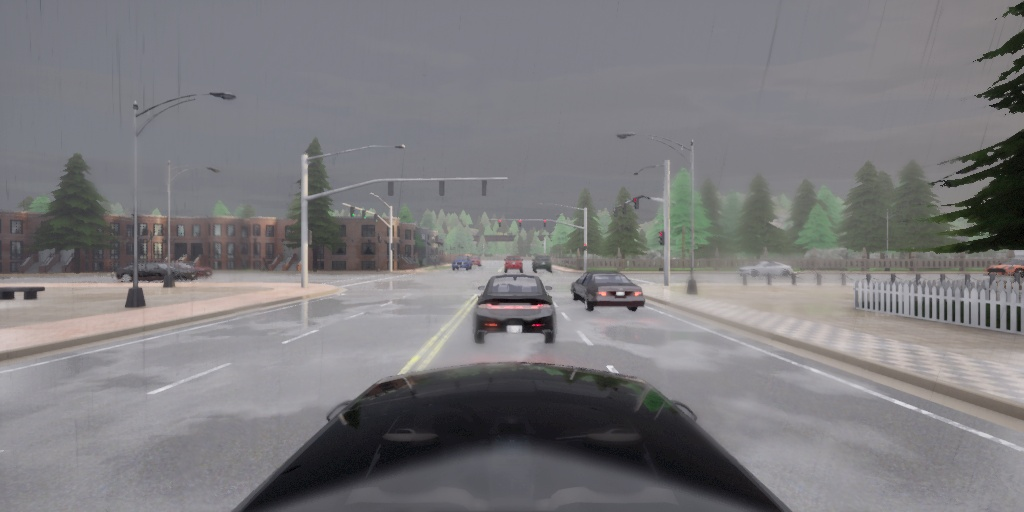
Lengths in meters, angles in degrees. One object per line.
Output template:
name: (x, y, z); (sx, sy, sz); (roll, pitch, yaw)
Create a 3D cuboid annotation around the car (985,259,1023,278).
car: (47.888, 1.100, 33.813); (4.553, 1.767, 2.097); (0, 0, 1)

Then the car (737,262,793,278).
car: (23.946, 1.275, 33.935); (4.674, 1.442, 1.812); (0, 0, 0)

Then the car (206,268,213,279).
car: (-28.415, 1.227, 30.512); (5.008, 1.535, 1.882); (0, 0, -3)

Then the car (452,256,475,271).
car: (-6.966, 0.970, 50.288); (2.150, 2.045, 5.566); (0, 0, 1)

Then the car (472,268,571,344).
car: (0.080, 1.241, 9.566); (2.128, 1.511, 4.902); (0, 0, 1)

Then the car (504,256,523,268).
car: (0.198, 0.970, 45.014); (2.150, 2.045, 5.566); (0, 0, 0)

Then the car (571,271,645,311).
car: (3.611, 1.297, 14.391); (2.033, 1.411, 5.357); (0, 0, 1)

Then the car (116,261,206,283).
car: (-26.703, 1.227, 27.112); (5.008, 1.535, 1.882); (0, 0, -2)

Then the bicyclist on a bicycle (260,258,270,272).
bicyclist on a bicycle: (-28.730, 1.052, 41.699); (0.582, 1.620, 1.656); (0, 0, -1)

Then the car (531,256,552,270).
car: (3.697, 0.970, 45.014); (2.150, 2.045, 5.566); (0, 0, 0)
